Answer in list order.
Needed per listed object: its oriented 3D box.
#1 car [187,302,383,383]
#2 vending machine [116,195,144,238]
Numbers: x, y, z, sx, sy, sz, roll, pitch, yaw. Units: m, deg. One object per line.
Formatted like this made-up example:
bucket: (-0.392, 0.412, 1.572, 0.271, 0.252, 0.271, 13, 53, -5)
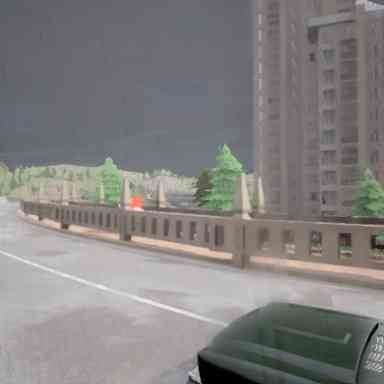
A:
car: (2.299, 1.616, 2.416, 4.718, 1.301, 1.895, 0, 0, 35)
vending machine: (-3.212, 1.220, 17.274, 1.100, 2.100, 0.880, -1, 0, -44)
